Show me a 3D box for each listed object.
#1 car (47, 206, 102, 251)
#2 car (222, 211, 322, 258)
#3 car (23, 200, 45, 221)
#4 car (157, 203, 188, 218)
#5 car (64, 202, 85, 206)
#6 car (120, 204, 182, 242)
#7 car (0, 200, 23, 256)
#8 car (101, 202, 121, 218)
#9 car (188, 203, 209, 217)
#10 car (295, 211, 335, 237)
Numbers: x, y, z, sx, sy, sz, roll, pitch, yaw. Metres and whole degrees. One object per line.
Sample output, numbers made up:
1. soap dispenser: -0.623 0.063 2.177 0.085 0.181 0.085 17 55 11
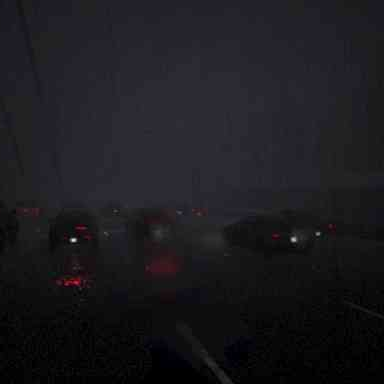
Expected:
1. car: -5.215 1.557 14.676 1.837 1.490 4.892 0 -1 -20
2. car: 2.768 1.579 13.093 1.994 1.385 4.181 0 0 -19
3. car: -13.768 1.471 28.159 2.097 1.767 4.553 0 0 -20
4. car: -2.344 1.615 27.356 2.033 1.411 5.357 0 0 -19
5. car: -10.558 1.600 29.582 2.128 1.511 4.902 0 0 -20
6. car: -2.253 1.549 16.793 1.837 1.490 4.892 0 0 -20
7. car: -8.374 1.284 13.120 2.150 2.045 5.566 0 0 -20
8. car: -7.443 1.662 31.267 1.994 1.385 4.181 0 0 -20
9. car: -0.121 1.668 31.573 1.895 1.301 4.718 0 0 -20
10. car: 5.002 1.615 17.284 1.895 1.301 4.718 0 0 -20
